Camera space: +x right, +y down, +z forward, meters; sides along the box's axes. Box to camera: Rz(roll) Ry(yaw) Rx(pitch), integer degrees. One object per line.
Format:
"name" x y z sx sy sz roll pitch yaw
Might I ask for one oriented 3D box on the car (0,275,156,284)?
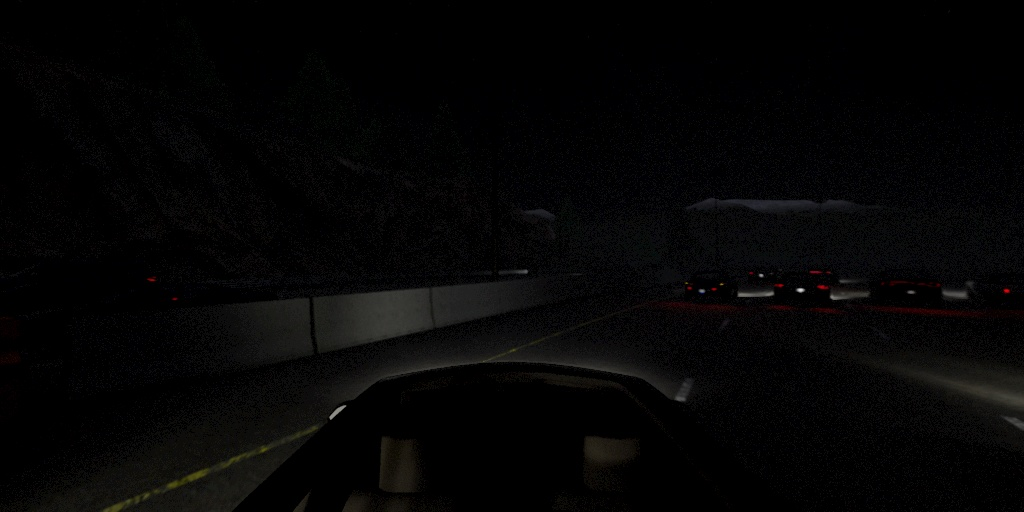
"car" -13.075 1.440 10.202 2.033 1.411 5.357 -1 -1 32

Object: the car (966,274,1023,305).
"car" 21.663 1.432 15.527 1.895 1.301 4.718 -1 -1 42

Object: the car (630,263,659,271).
"car" 17.665 1.706 46.052 4.892 1.490 1.837 1 -1 -41

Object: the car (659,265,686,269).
"car" 20.262 1.743 43.673 4.181 1.385 1.994 0 -1 -41

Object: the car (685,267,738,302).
"car" 10.129 1.428 18.174 1.812 1.442 4.674 -1 -1 39

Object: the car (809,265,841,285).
"car" 24.865 1.463 28.711 4.902 1.511 2.128 0 -1 -43

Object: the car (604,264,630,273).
"car" 14.762 1.792 48.150 4.181 1.385 1.994 0 -1 -41

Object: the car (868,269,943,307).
"car" 17.863 1.333 16.461 1.882 1.535 5.008 -1 -1 41

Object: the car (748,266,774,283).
"car" 21.707 1.567 30.528 4.181 1.385 1.994 0 -1 -44

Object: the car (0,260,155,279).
"car" -18.456 1.184 14.753 2.150 2.045 5.566 -1 -1 32

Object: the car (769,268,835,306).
"car" 13.530 1.437 16.767 1.994 1.385 4.181 -1 -1 40

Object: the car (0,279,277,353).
"car" -9.327 1.419 9.595 2.033 1.411 5.357 -1 -1 32

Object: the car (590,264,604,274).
"car" 13.033 1.834 51.298 4.181 1.385 1.994 0 -1 -41
